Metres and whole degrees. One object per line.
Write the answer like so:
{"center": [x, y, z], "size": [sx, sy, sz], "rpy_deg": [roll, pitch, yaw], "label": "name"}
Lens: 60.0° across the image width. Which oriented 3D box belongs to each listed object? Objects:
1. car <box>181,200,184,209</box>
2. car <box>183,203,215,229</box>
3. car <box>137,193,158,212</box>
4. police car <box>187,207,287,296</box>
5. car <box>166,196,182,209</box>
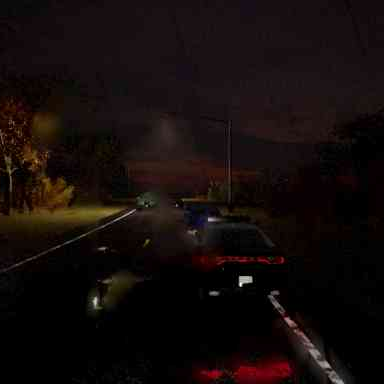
{"center": [0.356, 1.518, 24.741], "size": [1.812, 1.442, 4.674], "rpy_deg": [0, 0, -3], "label": "car"}
{"center": [0.640, 1.476, 18.714], "size": [1.882, 1.535, 5.008], "rpy_deg": [0, 0, -2], "label": "car"}
{"center": [-5.265, 1.213, 39.669], "size": [2.150, 2.045, 5.566], "rpy_deg": [0, 0, -5], "label": "car"}
{"center": [0.947, 1.425, 8.773], "size": [1.930, 1.638, 5.238], "rpy_deg": [0, 0, -1], "label": "police car"}
{"center": [-2.204, 1.492, 45.618], "size": [1.837, 1.490, 4.892], "rpy_deg": [0, 0, -5], "label": "car"}
